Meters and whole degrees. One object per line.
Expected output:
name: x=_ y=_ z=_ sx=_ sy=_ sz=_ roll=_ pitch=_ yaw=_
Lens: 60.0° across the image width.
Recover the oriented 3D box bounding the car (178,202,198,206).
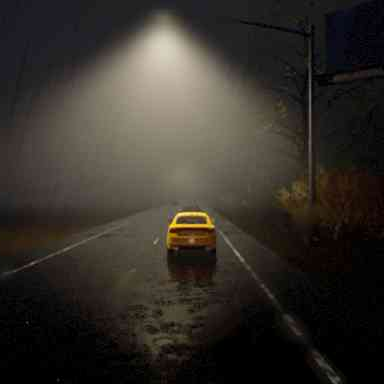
car: x=-0.008 y=1.849 z=29.271 sx=1.994 sy=1.385 sz=4.181 roll=0 pitch=-1 yaw=0

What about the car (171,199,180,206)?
car: x=-3.527 y=2.184 z=71.016 sx=1.837 sy=1.490 sz=4.892 roll=0 pitch=-1 yaw=0

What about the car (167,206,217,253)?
car: x=-0.001 y=1.619 z=14.468 sx=1.882 sy=1.535 sz=5.008 roll=0 pitch=0 yaw=0

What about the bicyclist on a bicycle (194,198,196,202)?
bicyclist on a bicycle: x=0.927 y=2.366 z=94.314 sx=0.582 sy=1.620 sz=1.656 roll=0 pitch=-1 yaw=0
